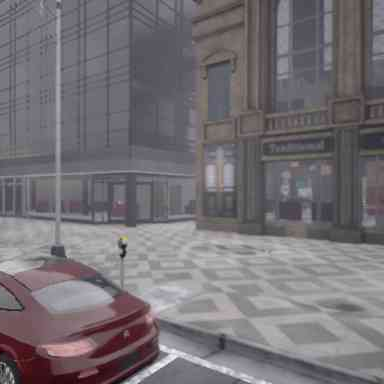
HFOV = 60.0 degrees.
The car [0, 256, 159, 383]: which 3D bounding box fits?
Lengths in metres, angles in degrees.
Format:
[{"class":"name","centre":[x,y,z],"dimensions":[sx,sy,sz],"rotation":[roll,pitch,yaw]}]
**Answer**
[{"class":"car","centre":[-2.332,1.583,4.625],"dimensions":[4.206,1.307,1.802],"rotation":[0,0,36]}]
